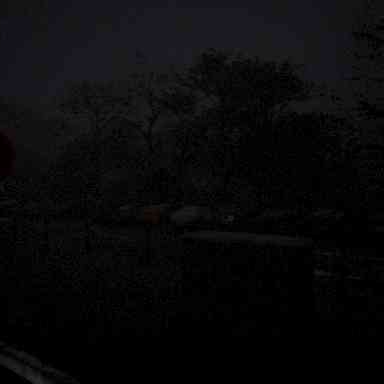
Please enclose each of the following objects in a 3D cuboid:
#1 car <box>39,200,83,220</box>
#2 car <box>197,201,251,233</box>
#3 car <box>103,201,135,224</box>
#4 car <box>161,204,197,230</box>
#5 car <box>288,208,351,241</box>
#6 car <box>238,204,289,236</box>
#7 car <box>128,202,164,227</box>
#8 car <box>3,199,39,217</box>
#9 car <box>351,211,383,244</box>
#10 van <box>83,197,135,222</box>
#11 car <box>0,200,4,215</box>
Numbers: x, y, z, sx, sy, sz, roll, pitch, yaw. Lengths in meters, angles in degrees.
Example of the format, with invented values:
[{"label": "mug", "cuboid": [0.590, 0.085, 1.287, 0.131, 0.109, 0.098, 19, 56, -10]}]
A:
[{"label": "car", "cuboid": [-10.948, 1.654, 30.478, 2.163, 1.488, 4.792, 0, 0, 35]}, {"label": "car", "cuboid": [2.656, 1.491, 20.873, 2.185, 1.767, 4.553, 0, 0, 35]}, {"label": "car", "cuboid": [-4.150, 1.660, 25.673, 2.002, 1.452, 4.674, 0, 0, 35]}, {"label": "car", "cuboid": [0.375, 1.658, 22.454, 2.002, 1.452, 4.674, 0, 0, 35]}, {"label": "car", "cuboid": [7.157, 1.618, 17.624, 2.231, 1.521, 4.892, 0, 0, 35]}, {"label": "car", "cuboid": [4.903, 1.616, 19.243, 2.097, 1.535, 5.008, 0, 0, 35]}, {"label": "car", "cuboid": [-1.888, 1.618, 24.061, 2.097, 1.535, 5.008, 0, 0, 35]}, {"label": "car", "cuboid": [-15.563, 1.624, 33.569, 1.946, 1.575, 5.366, 0, 0, 35]}, {"label": "car", "cuboid": [9.438, 1.646, 16.044, 2.163, 1.488, 4.792, 0, 0, 35]}, {"label": "van", "cuboid": [-6.342, 1.395, 27.379, 1.878, 1.987, 4.442, 0, 0, 35]}, {"label": "car", "cuboid": [-17.700, 1.658, 35.353, 2.163, 1.488, 4.792, 0, 0, 35]}]
